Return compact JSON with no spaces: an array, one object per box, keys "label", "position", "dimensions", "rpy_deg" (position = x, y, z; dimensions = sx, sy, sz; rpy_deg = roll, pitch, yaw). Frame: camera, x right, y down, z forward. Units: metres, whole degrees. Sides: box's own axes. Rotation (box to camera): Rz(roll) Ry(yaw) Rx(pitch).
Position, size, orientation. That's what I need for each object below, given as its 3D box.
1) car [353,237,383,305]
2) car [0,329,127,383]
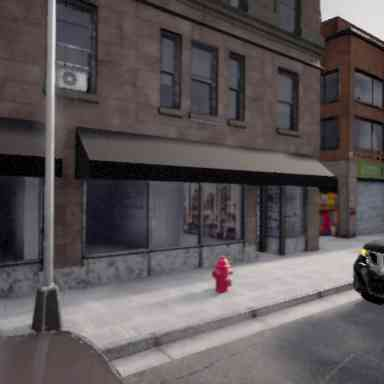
[{"label":"car","position":[5.786,1.291,7.157],"dimensions":[5.566,2.045,2.150],"rpy_deg":[1,0,-35]},{"label":"car","position":[-2.735,1.527,1.145],"dimensions":[5.357,1.411,2.033],"rpy_deg":[1,0,-35]}]
